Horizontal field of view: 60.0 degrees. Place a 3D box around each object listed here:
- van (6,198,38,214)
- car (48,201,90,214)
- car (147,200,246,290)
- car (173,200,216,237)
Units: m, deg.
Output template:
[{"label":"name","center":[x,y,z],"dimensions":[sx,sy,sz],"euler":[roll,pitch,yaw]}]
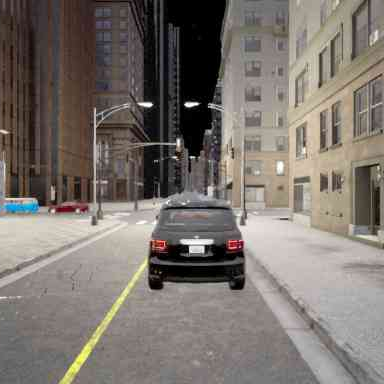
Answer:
[{"label":"van","center":[-19.534,1.588,37.599],"dimensions":[3.998,1.788,1.690],"euler":[-1,0,0]},{"label":"car","center":[-13.908,1.724,37.569],"dimensions":[4.507,1.381,1.887],"euler":[-1,0,0]},{"label":"car","center":[0.117,1.223,9.223],"dimensions":[2.150,2.045,5.566],"euler":[0,0,1]},{"label":"car","center":[0.131,1.357,18.672],"dimensions":[2.097,1.767,4.553],"euler":[0,0,0]}]
